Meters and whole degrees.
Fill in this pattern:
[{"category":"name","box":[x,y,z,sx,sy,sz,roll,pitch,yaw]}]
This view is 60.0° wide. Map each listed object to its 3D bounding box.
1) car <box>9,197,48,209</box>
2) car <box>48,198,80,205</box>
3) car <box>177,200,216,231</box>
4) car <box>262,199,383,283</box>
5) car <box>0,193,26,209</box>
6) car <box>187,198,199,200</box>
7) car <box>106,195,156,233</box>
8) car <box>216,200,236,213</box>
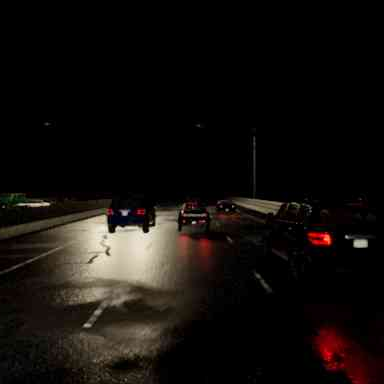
[{"category":"car","box":[-17.589,1.539,36.443,1.895,1.301,4.718,0,0,0]},{"category":"car","box":[-14.085,1.441,37.690,1.837,1.490,4.892,0,0,0]},{"category":"car","box":[0.103,1.454,20.325,2.128,1.511,4.902,0,0,0]},{"category":"car","box":[3.601,1.203,9.785,2.150,2.045,5.566,0,0,0]},{"category":"car","box":[-21.085,1.156,38.282,2.150,2.045,5.566,0,0,0]},{"category":"car","box":[0.106,1.434,37.973,1.837,1.490,4.892,0,-2,0]},{"category":"car","box":[-3.393,1.186,19.412,2.150,2.045,5.566,0,0,0]},{"category":"car","box":[3.605,1.537,36.497,1.895,1.301,4.718,0,0,0]}]
